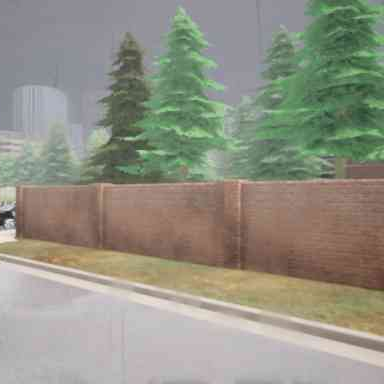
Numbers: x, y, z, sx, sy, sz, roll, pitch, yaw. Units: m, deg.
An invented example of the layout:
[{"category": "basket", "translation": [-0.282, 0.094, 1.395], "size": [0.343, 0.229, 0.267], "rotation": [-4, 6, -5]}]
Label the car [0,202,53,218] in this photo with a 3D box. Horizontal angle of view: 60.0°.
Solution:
[{"category": "car", "translation": [-16.499, 1.700, 32.997], "size": [1.895, 1.301, 4.718], "rotation": [0, 0, 35]}]

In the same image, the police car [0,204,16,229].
[{"category": "police car", "translation": [-11.114, 1.492, 22.385], "size": [1.930, 1.638, 5.238], "rotation": [-1, 0, 36]}]

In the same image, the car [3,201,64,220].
[{"category": "car", "translation": [-14.231, 1.615, 30.140], "size": [1.812, 1.442, 4.674], "rotation": [0, 0, 35]}]
